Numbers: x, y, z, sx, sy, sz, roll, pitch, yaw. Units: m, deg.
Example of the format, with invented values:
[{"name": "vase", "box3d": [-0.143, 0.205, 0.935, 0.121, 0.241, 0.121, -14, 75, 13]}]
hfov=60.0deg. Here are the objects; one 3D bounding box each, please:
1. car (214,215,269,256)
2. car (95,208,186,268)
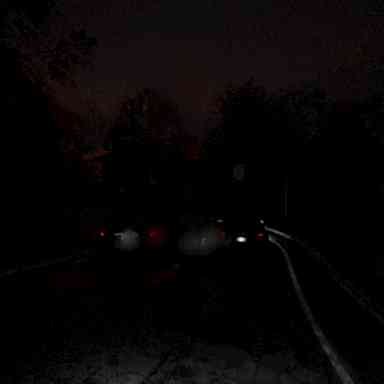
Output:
[{"name": "car", "box3d": [1.969, 1.614, 13.427, 1.994, 1.385, 4.181, 0, 0, 8]}, {"name": "car", "box3d": [-1.545, 1.372, 11.633, 2.097, 1.767, 4.553, 0, 0, 9]}]
